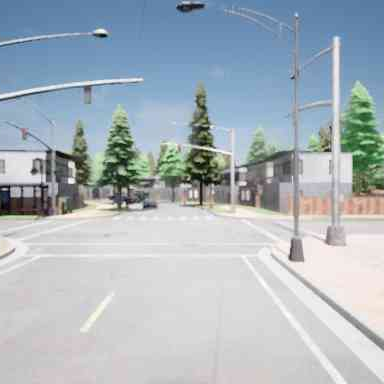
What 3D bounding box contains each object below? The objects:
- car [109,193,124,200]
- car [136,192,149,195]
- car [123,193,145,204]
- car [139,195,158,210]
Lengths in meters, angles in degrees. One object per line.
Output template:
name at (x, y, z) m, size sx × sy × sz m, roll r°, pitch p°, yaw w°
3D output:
car at (-16.542, 1.002, 74.182) m, size 2.097 × 1.767 × 4.553 m, roll 0°, pitch 0°, yaw -45°
car at (-10.422, 1.054, 65.842) m, size 2.150 × 2.045 × 5.566 m, roll 0°, pitch 0°, yaw -36°
car at (-9.999, 1.413, 57.234) m, size 1.994 × 1.385 × 4.181 m, roll 0°, pitch 0°, yaw -24°
car at (-5.225, 1.428, 41.624) m, size 2.033 × 1.411 × 5.357 m, roll 0°, pitch 0°, yaw -9°
